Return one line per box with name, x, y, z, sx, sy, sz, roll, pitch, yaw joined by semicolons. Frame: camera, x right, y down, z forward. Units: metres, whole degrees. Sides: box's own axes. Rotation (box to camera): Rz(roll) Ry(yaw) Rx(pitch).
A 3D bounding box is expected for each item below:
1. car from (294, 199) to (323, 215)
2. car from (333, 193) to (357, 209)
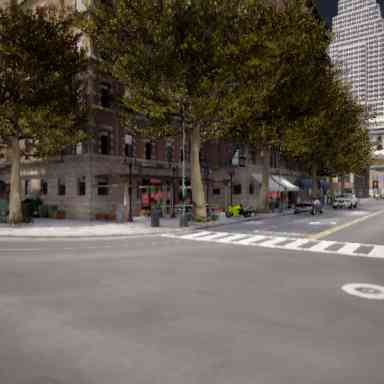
car;11.843;1.449;33.545;2.231;1.521;4.892;0;0;36
car;20.705;1.198;44.867;2.435;2.045;5.566;0;0;36
